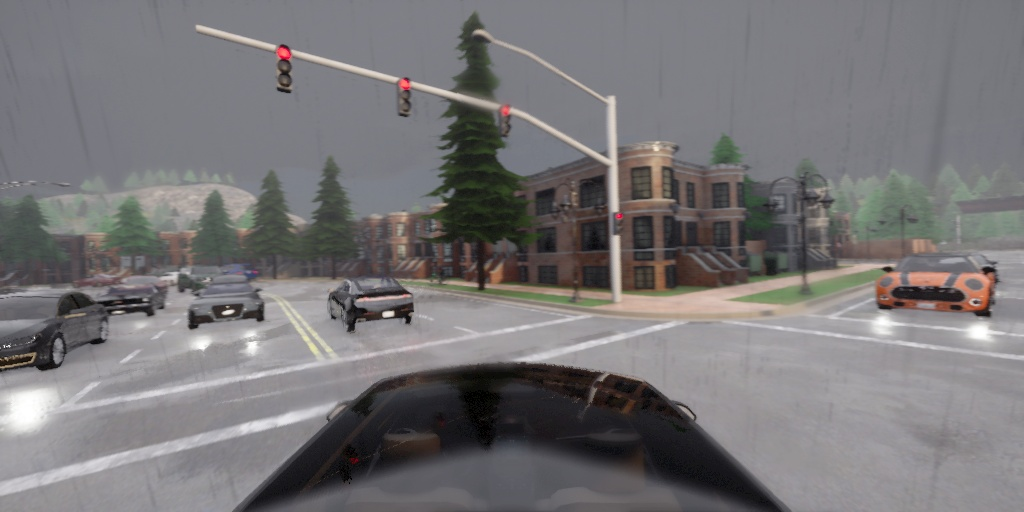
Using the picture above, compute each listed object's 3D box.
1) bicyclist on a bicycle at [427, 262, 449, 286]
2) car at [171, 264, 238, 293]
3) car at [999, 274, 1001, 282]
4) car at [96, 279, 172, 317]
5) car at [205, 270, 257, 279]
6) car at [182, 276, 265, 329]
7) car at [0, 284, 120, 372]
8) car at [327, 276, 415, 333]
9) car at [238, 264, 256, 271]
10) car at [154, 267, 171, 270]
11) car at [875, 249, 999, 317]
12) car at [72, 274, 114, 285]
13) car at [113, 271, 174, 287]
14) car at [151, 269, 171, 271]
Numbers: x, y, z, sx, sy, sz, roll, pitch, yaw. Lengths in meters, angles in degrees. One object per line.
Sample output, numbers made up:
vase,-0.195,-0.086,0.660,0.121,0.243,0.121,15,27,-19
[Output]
bicyclist on a bicycle,-5.109,1.222,24.751,1.656,1.620,0.582,-2,0,-37
car,-23.340,1.717,27.141,5.566,2.045,2.150,-2,0,35
car,21.057,0.616,16.732,4.674,1.442,1.812,-2,0,-35
car,-16.369,1.872,15.400,1.895,1.301,4.718,-2,0,-38
car,-15.655,1.755,19.939,1.837,1.490,4.892,-2,0,-41
car,-10.204,1.640,12.958,1.994,1.385,4.181,-2,0,-37
car,-10.852,1.599,7.966,1.837,1.490,4.892,-2,0,-36
car,-4.693,1.393,11.622,2.128,1.511,4.902,-2,0,-34
car,-30.436,1.945,39.069,5.566,2.045,2.150,-2,0,21
car,-40.493,2.264,41.907,5.566,2.045,2.150,-2,0,9
car,12.965,0.696,10.970,4.553,1.767,2.097,-2,0,-35
car,-44.814,2.703,38.877,4.674,1.442,1.812,-2,0,6
car,-23.579,1.979,22.899,5.008,1.535,1.882,-2,0,38
car,-34.705,2.384,36.850,4.674,1.442,1.812,-2,0,18
